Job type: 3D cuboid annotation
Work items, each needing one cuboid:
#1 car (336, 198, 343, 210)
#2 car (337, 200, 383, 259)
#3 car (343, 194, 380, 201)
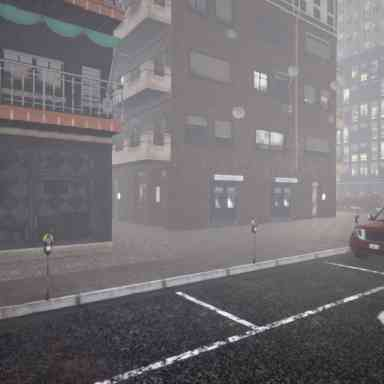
[{"bbox_3d":[12.752,1.333,34.202,1.802,1.307,4.206,1,0,-36],"label":"car"},{"bbox_3d":[7.506,1.318,11.424,5.009,1.841,2.192,0,0,-35],"label":"car"},{"bbox_3d":[19.367,1.112,38.952,2.192,1.841,5.009,1,0,-36],"label":"car"}]
